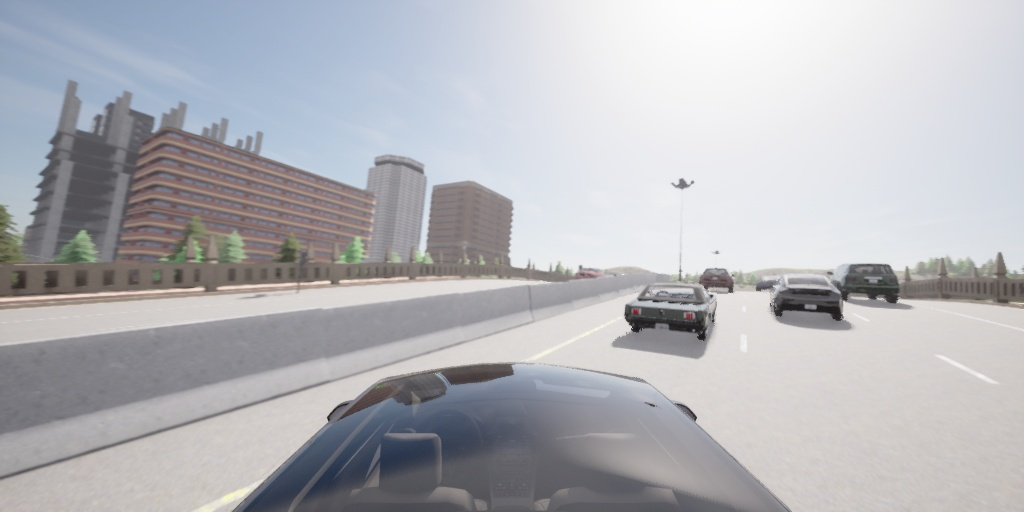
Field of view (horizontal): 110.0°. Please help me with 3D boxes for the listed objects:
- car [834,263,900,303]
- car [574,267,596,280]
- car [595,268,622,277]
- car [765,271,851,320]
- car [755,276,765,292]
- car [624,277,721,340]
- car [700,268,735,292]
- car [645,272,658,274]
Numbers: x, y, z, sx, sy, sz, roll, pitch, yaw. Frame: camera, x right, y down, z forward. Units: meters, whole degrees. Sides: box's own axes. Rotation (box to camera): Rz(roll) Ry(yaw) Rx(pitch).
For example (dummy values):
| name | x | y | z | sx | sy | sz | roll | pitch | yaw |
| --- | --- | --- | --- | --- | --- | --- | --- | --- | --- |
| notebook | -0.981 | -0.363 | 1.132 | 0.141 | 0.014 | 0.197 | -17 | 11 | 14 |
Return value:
| name | x | y | z | sx | sy | sz | roll | pitch | yaw |
| --- | --- | --- | --- | --- | --- | --- | --- | --- | --- |
| car | 19.277 | 1.433 | 19.954 | 2.150 | 2.045 | 5.566 | 0 | -2 | 33 |
| car | 9.524 | 2.390 | 43.723 | 2.150 | 2.045 | 5.566 | 0 | -6 | 33 |
| car | 11.246 | 2.484 | 39.982 | 1.837 | 1.490 | 4.892 | 0 | -6 | 33 |
| car | 11.131 | 1.442 | 13.817 | 1.837 | 1.490 | 4.892 | 0 | 0 | 33 |
| car | 21.586 | 2.377 | 29.969 | 1.994 | 1.385 | 4.181 | 0 | -5 | 33 |
| car | 4.852 | 1.451 | 10.560 | 1.895 | 1.301 | 4.718 | 0 | 0 | 33 |
| car | 15.054 | 1.668 | 26.315 | 2.097 | 1.767 | 4.553 | 0 | -3 | 33 |
| car | 15.437 | 2.585 | 39.979 | 2.097 | 1.767 | 4.553 | 0 | -6 | 33 |
